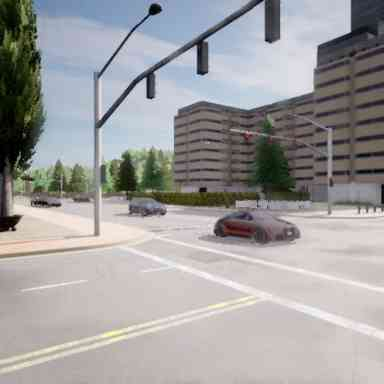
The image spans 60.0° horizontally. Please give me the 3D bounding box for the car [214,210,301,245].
[{"bbox_3d":[2.915,1.552,15.562,1.994,1.385,4.181,0,0,-36],"label":"car"}]

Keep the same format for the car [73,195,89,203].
[{"bbox_3d":[-23.460,1.330,70.021,2.097,1.767,4.553,0,0,-36],"label":"car"}]

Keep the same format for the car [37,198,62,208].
[{"bbox_3d":[-20.047,1.535,47.263,2.033,1.411,5.357,0,0,-36],"label":"car"}]

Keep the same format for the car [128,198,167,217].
[{"bbox_3d":[-4.238,1.335,31.146,2.097,1.767,4.553,0,0,-36],"label":"car"}]

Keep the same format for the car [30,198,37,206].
[{"bbox_3d":[-24.820,1.640,53.885,1.895,1.301,4.718,0,0,-36],"label":"car"}]
